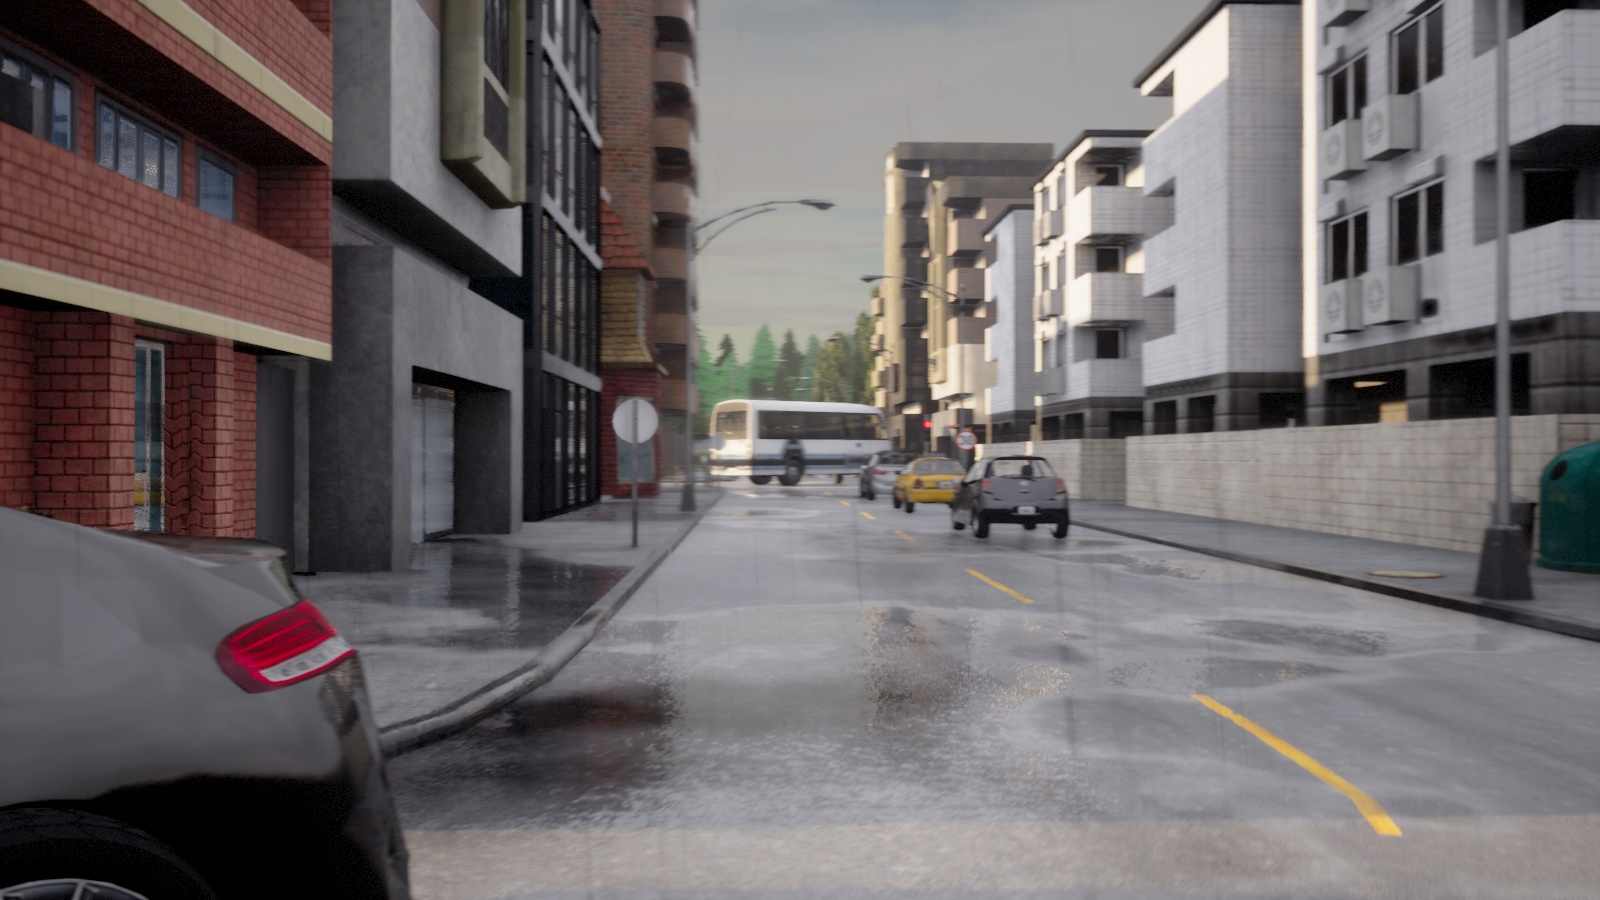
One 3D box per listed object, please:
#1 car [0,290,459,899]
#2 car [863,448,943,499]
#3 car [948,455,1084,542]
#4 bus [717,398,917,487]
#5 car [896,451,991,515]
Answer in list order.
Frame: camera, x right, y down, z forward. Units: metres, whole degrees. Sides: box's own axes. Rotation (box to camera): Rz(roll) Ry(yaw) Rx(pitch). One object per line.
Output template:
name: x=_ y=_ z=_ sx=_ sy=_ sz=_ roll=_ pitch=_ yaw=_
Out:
car: x=-3.332 y=0.544 z=1.882 sx=5.027 sy=1.651 sz=2.152 roll=0 pitch=0 yaw=-44
car: x=3.471 y=0.769 z=43.158 sx=2.242 sy=1.667 sz=4.611 roll=0 pitch=0 yaw=-2
car: x=3.976 y=0.849 z=23.648 sx=1.845 sy=1.501 sz=3.633 roll=0 pitch=0 yaw=-2
bus: x=1.027 y=-0.352 z=65.012 sx=10.273 sy=4.253 sz=3.944 roll=0 pitch=-1 yaw=-41
car: x=3.716 y=0.820 z=33.460 sx=1.801 sy=1.575 sz=5.366 roll=0 pitch=0 yaw=-1
